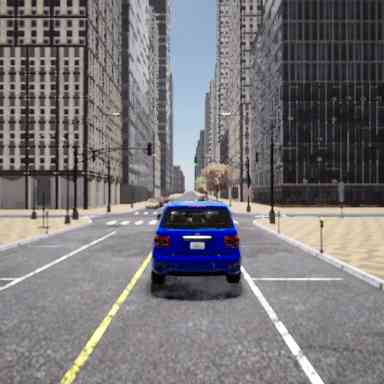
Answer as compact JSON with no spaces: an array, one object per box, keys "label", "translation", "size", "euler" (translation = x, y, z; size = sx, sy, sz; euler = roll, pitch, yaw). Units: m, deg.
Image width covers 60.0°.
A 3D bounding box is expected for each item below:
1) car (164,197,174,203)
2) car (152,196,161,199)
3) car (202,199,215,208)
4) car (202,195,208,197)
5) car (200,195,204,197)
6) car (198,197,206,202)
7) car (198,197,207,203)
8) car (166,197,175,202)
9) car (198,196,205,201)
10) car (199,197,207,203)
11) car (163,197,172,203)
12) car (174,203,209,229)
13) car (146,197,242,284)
[{"label":"car","translation":[-5.755,1.929,83.821],"size":[2.008,1.369,4.403],"euler":[0,0,0]},{"label":"car","translation":[-5.857,1.782,49.595],"size":[1.752,1.417,4.829],"euler":[0,0,0]},{"label":"car","translation":[2.747,1.831,55.450],"size":[2.008,1.369,4.403],"euler":[0,0,0]},{"label":"car","translation":[2.783,1.698,49.772],"size":[1.967,1.590,4.097],"euler":[0,0,0]},{"label":"car","translation":[2.636,1.657,72.473],"size":[2.192,1.841,5.009],"euler":[0,0,0]},{"label":"car","translation":[2.621,1.946,89.496],"size":[2.008,1.369,4.403],"euler":[0,0,0]},{"label":"car","translation":[2.626,1.923,83.821],"size":[1.887,1.381,4.507],"euler":[0,0,0]},{"label":"car","translation":[-5.759,1.945,89.496],"size":[2.008,1.369,4.403],"euler":[0,0,0]},{"label":"car","translation":[2.616,1.936,95.342],"size":[1.752,1.417,4.829],"euler":[0,0,0]},{"label":"car","translation":[2.630,1.887,78.317],"size":[1.752,1.417,4.829],"euler":[0,0,0]},{"label":"car","translation":[-5.750,1.905,78.145],"size":[1.887,1.381,4.507],"euler":[0,0,0]},{"label":"car","translation":[-0.167,1.626,23.880],"size":[2.128,1.511,4.902],"euler":[0,0,-5]},{"label":"car","translation":[0.092,1.278,9.869],"size":[2.150,2.045,5.566],"euler":[0,-1,0]}]
